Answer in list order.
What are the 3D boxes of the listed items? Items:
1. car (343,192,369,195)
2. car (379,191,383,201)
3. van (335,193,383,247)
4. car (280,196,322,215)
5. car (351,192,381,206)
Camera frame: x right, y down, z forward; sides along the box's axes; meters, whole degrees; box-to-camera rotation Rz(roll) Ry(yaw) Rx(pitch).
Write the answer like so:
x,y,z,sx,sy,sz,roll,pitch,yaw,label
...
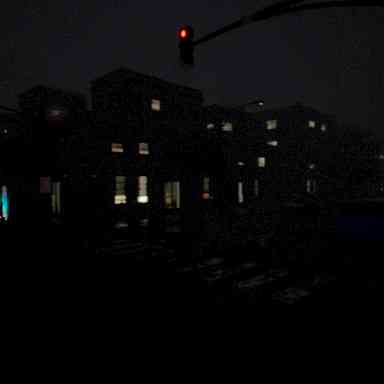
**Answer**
x,y,z,sx,sy,sz,roll,pitch,yaw,label
16.652,0.752,35.051,1.967,1.590,4.097,0,1,44,car
28.140,0.573,46.982,1.887,1.381,4.507,0,1,44,car
7.357,1.100,13.315,1.690,1.788,3.998,0,1,44,van
8.875,1.032,26.974,1.752,1.417,4.829,0,1,44,car
20.482,0.762,39.029,1.887,1.381,4.507,0,1,44,car
